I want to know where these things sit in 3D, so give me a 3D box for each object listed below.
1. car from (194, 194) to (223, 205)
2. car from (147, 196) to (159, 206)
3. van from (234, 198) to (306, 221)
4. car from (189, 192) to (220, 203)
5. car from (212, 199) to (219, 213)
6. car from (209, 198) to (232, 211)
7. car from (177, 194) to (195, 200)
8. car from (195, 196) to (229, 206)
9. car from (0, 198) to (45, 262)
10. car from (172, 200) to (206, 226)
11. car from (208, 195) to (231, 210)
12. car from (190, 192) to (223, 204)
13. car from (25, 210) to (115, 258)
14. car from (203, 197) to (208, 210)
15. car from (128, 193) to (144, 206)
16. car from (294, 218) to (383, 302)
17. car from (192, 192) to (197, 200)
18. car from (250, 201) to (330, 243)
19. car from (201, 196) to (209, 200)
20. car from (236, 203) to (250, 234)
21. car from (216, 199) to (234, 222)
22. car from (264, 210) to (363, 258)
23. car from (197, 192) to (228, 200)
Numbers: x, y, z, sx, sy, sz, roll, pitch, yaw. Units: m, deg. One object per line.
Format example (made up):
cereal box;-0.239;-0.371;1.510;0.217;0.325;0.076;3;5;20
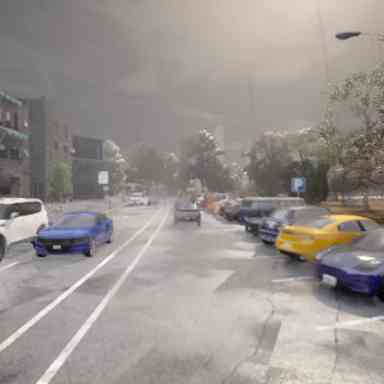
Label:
car;2.936;1.318;58.586;4.553;1.767;2.185;0;2;-25
car;-6.460;1.483;55.798;1.882;1.535;5.008;0;1;-4
van;5.125;1.319;20.041;4.442;1.987;1.878;1;-1;-22
car;2.430;1.068;64.508;5.566;2.045;2.435;0;1;-25
car;4.698;1.580;28.901;5.008;1.535;2.097;1;-1;-22
car;4.750;1.593;31.941;5.366;1.575;1.946;1;-1;-23
car;-1.166;1.493;41.300;2.097;1.767;4.553;0;0;-3
car;3.306;1.497;55.700;5.366;1.575;1.946;0;1;-25
car;-7.191;1.260;12.185;2.150;2.045;5.566;0;0;-1
car;-0.364;1.569;24.096;2.128;1.511;4.902;0;0;-2
car;4.470;1.481;34.843;4.553;1.767;2.185;1;0;-23
car;2.639;1.130;61.514;5.566;2.045;2.435;0;2;-25
car;-4.414;1.517;13.240;1.882;1.535;5.008;0;0;-1
car;4.286;1.617;37.804;5.008;1.535;2.097;1;0;-23
car;-9.210;1.239;55.095;2.150;2.045;5.566;0;1;-4
car;5.233;1.533;8.098;4.792;1.488;2.163;1;0;-21
car;3.341;1.293;52.626;5.566;2.045;2.435;0;1;-24
car;5.131;1.396;14.045;4.553;1.767;2.185;1;-1;-21
car;4.138;1.625;40.769;4.892;1.521;2.231;1;0;-23
car;5.103;1.532;17.018;5.008;1.535;2.097;1;0;-22
car;4.829;1.568;25.926;5.008;1.535;2.097;1;0;-22
car;5.212;1.512;11.081;5.008;1.535;2.097;1;0;-21
car;3.984;1.368;43.756;5.566;2.045;2.435;1;0;-24
